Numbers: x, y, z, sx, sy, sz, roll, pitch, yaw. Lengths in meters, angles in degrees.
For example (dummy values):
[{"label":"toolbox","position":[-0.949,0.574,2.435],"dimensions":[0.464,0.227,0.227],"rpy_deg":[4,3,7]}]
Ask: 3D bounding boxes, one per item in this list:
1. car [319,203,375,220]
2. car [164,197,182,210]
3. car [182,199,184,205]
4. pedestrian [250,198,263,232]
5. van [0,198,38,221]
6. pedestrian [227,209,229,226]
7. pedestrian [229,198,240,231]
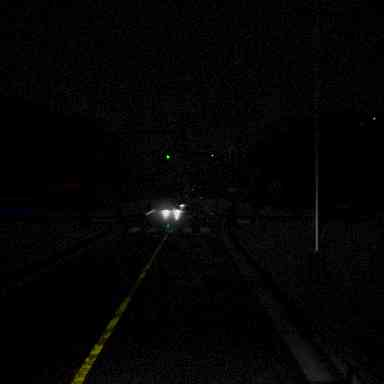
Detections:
[{"label":"car","position":[12.359,1.541,26.913],"dimensions":[4.403,1.369,2.008],"rpy_deg":[0,0,0]},{"label":"car","position":[-2.676,1.666,44.733],"dimensions":[1.895,1.301,4.718],"rpy_deg":[0,0,0]},{"label":"car","position":[-2.575,1.627,62.076],"dimensions":[1.812,1.442,4.674],"rpy_deg":[0,0,1]},{"label":"pedestrian","position":[3.348,1.153,17.278],"dimensions":[0.375,1.860,0.375],"rpy_deg":[0,0,0]},{"label":"van","position":[-14.644,1.398,26.884],"dimensions":[3.998,1.788,1.690],"rpy_deg":[0,0,0]},{"label":"pedestrian","position":[2.119,1.156,18.489],"dimensions":[0.375,1.860,0.375],"rpy_deg":[0,0,0]},{"label":"pedestrian","position":[2.333,1.154,17.882],"dimensions":[0.375,1.860,0.375],"rpy_deg":[0,0,0]}]
